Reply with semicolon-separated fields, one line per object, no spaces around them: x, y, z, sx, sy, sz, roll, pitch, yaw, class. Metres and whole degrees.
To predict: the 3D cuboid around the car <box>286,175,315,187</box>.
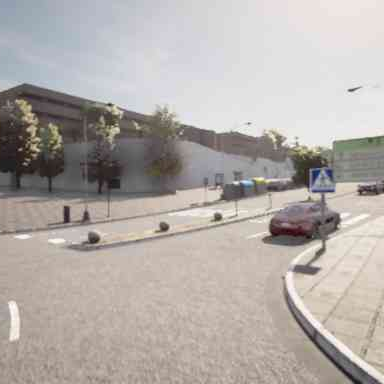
18.310;-1.856;56.152;4.553;1.767;2.185;-3;2;18;car

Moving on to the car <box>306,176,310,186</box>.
16.549;-1.511;53.814;5.008;1.535;2.097;-3;3;19;car

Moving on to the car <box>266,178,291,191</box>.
10.977;-0.803;46.943;4.792;1.488;2.163;-3;3;20;car

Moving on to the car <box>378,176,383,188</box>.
25.295;-1.310;42.509;1.895;1.301;4.718;-1;4;38;car

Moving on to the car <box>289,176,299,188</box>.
12.880;-1.061;49.205;4.892;1.521;2.231;-3;3;20;car

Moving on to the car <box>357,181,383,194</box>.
18.699;-0.585;34.545;2.033;1.411;5.357;-1;4;41;car

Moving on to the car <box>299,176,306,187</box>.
14.723;-1.247;51.512;4.674;1.452;2.002;-3;2;19;car

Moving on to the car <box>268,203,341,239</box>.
5.260;1.183;15.330;1.994;1.385;4.181;-1;3;43;car
